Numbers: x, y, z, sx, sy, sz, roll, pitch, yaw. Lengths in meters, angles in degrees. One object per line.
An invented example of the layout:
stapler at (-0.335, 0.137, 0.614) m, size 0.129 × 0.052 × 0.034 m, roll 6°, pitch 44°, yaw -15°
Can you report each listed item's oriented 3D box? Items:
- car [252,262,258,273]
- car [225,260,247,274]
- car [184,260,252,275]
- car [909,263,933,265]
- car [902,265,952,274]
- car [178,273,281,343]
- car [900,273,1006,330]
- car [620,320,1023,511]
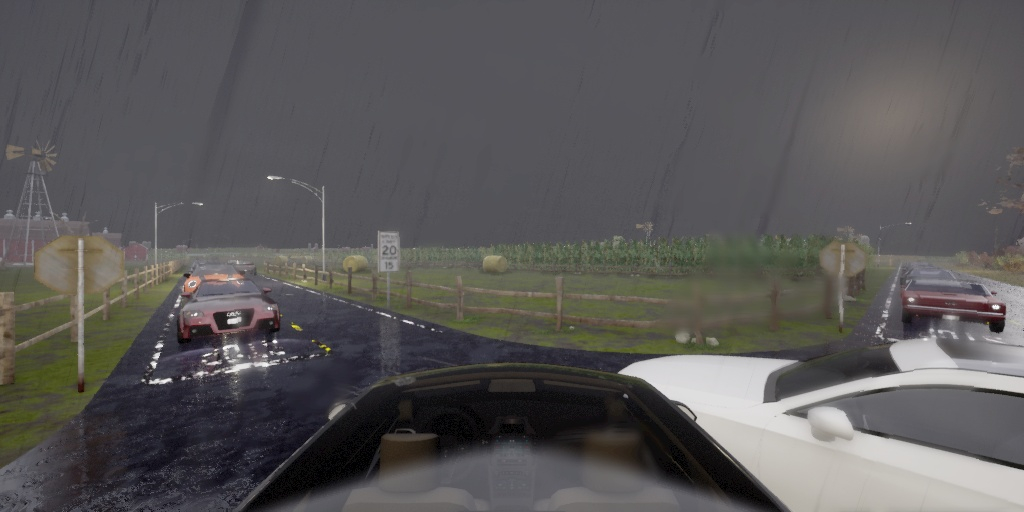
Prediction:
car at (-26.716, 1.264, 35.792) m, size 2.128 × 1.511 × 4.902 m, roll 0°, pitch 0°, yaw -41°
car at (-33.381, 1.281, 43.300) m, size 1.837 × 1.490 × 4.892 m, roll 0°, pitch 0°, yaw -41°
car at (-13.596, 1.132, 16.463) m, size 2.097 × 1.767 × 4.553 m, roll 0°, pitch 0°, yaw -41°
car at (27.528, 1.380, 23.965) m, size 4.181 × 1.385 × 1.994 m, roll 0°, pitch 1°, yaw -42°
car at (20.727, 1.348, 17.761) m, size 5.357 × 1.411 × 2.033 m, roll 0°, pitch 1°, yaw -42°
car at (-7.869, 1.351, 9.937) m, size 1.994 × 1.385 × 4.181 m, roll 0°, pitch 0°, yaw -42°
car at (13.600, 1.389, 11.251) m, size 4.718 × 1.301 × 1.895 m, roll 0°, pitch 1°, yaw -43°
car at (2.853, 1.293, 2.269) m, size 1.812 × 1.442 × 4.674 m, roll 0°, pitch 1°, yaw -43°
